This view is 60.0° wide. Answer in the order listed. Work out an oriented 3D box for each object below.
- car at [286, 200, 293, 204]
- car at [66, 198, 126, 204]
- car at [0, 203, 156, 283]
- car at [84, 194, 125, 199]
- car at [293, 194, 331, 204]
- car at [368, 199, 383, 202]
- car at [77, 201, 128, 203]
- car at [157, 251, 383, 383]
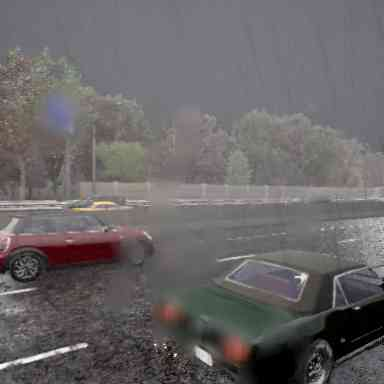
[{"bbox_3d":[16.007,1.636,49.733,4.674,1.442,1.812,0,0,-35],"label":"car"},{"bbox_3d":[-6.917,1.490,24.850,5.008,1.535,1.882,0,0,-35],"label":"car"},{"bbox_3d":[-3.359,1.356,9.949,4.553,1.767,2.097,0,0,-35],"label":"car"},{"bbox_3d":[-8.136,1.236,28.280,5.566,2.045,2.150,0,0,-35],"label":"car"},{"bbox_3d":[17.106,1.328,46.229,5.566,2.045,2.150,0,0,-35],"label":"car"},{"bbox_3d":[26.754,1.747,48.794,4.718,1.301,1.895,0,0,-35],"label":"car"},{"bbox_3d":[-4.652,1.560,22.168,5.357,1.411,2.033,0,0,-35],"label":"car"},{"bbox_3d":[1.947,1.608,5.134,4.718,1.301,1.895,0,0,-36],"label":"car"}]
